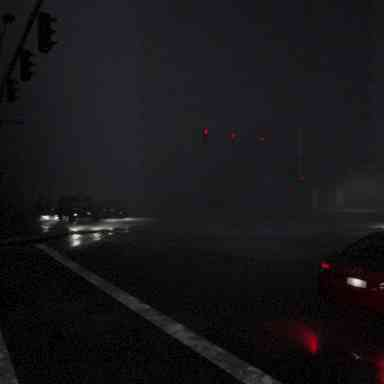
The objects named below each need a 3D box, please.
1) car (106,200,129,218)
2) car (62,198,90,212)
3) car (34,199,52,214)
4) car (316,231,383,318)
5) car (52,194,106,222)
[{"bbox_3d":[-7.392,1.488,30.056,1.812,1.442,4.674,0,0,-36],"label":"car"},{"bbox_3d":[-13.417,1.488,38.408,1.812,1.442,4.674,0,0,-36],"label":"car"},{"bbox_3d":[-15.196,1.466,34.879,2.128,1.511,4.902,0,0,-36],"label":"car"},{"bbox_3d":[4.506,1.539,6.966,4.181,1.385,1.994,0,0,-35],"label":"car"},{"bbox_3d":[-9.106,1.195,26.415,2.150,2.045,5.566,0,0,-36],"label":"car"}]
